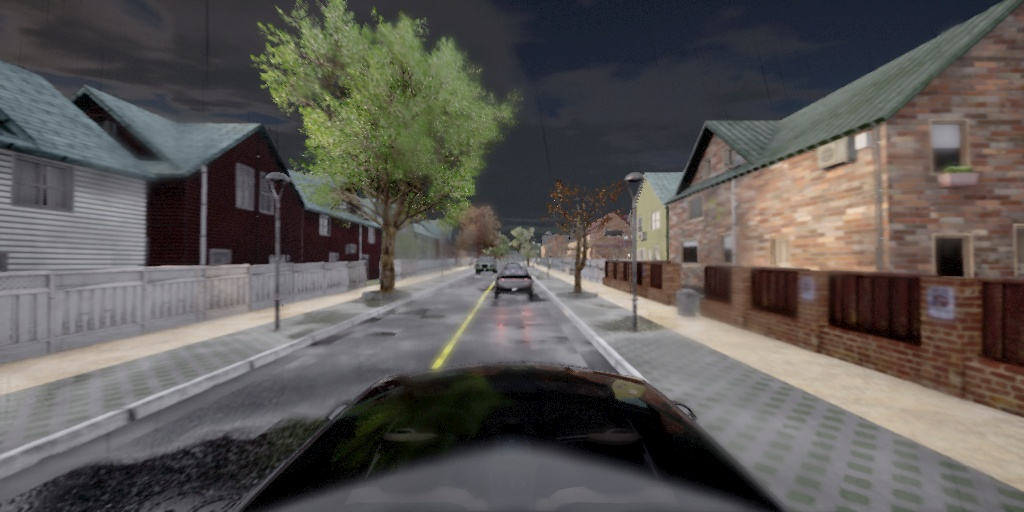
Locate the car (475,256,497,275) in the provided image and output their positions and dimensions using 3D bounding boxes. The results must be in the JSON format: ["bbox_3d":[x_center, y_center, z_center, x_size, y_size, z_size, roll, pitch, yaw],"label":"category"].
[{"bbox_3d":[-2.831,1.028,40.122,2.150,2.045,5.566,0,0,0],"label":"car"}]

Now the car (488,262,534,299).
[{"bbox_3d":[0.103,1.265,18.181,2.128,1.511,4.902,0,0,0],"label":"car"}]
